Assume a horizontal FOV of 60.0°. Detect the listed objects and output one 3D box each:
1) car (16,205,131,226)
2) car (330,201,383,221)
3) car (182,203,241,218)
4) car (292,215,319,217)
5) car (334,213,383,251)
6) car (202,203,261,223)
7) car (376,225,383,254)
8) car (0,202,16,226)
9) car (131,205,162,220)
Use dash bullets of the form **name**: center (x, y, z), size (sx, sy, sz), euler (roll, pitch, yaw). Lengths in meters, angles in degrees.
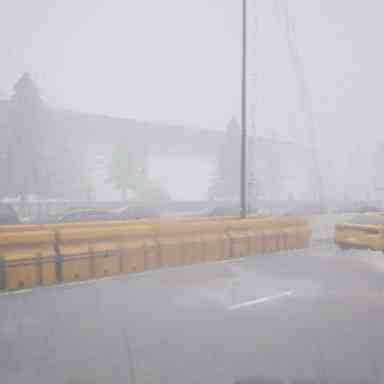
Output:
- **car**: center (-5.944, 1.538, 16.964), size (4.902, 1.511, 2.128), euler (1, 0, -37)
- **car**: center (12.911, 1.443, 25.965), size (4.181, 1.385, 1.994), euler (1, 0, -35)
- **car**: center (1.430, 1.655, 22.154), size (4.674, 1.442, 1.812), euler (1, 0, -36)
- **car**: center (9.435, 1.784, 27.785), size (4.181, 1.385, 1.994), euler (1, 0, -35)
- **car**: center (7.900, 1.610, 13.673), size (5.008, 1.535, 1.882), euler (1, 0, -35)
- **car**: center (3.363, 1.679, 27.797), size (4.892, 1.490, 1.837), euler (1, 0, -35)
- **car**: center (6.972, 1.624, 8.713), size (4.674, 1.442, 1.812), euler (1, 0, -35)
- **car**: center (-11.405, 1.360, 17.347), size (4.553, 1.767, 2.097), euler (1, 0, -35)
- **car**: center (-4.225, 1.615, 22.449), size (4.674, 1.442, 1.812), euler (1, 0, -35)
